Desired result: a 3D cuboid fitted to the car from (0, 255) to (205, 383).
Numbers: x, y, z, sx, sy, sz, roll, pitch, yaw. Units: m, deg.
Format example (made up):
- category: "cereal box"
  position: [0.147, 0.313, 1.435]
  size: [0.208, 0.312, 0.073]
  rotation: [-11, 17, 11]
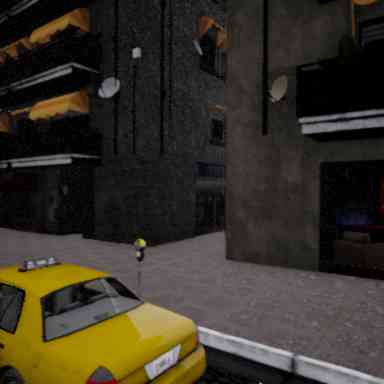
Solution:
- category: "car"
  position: [-2.144, 1.528, 4.393]
  size: [4.829, 1.417, 1.752]
  rotation: [0, 0, 35]
